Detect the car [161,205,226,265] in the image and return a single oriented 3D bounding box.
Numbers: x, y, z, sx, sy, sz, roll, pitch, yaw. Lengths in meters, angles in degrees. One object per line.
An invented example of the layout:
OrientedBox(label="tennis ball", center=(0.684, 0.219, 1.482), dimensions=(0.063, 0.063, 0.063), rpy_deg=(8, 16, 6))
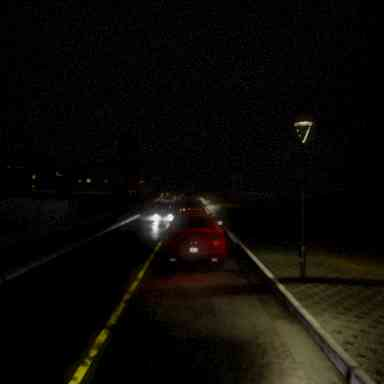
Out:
OrientedBox(label="car", center=(0.069, 1.435, 11.529), dimensions=(1.882, 1.535, 5.008), rpy_deg=(0, 0, 1))

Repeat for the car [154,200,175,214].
OrientedBox(label="car", center=(-2.809, 1.475, 34.249), dimensions=(1.895, 1.301, 4.718), rpy_deg=(0, 0, 0))

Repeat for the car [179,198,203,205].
OrientedBox(label="car", center=(0.065, 1.408, 25.318), dimensions=(1.837, 1.490, 4.892), rpy_deg=(0, -1, 0))
